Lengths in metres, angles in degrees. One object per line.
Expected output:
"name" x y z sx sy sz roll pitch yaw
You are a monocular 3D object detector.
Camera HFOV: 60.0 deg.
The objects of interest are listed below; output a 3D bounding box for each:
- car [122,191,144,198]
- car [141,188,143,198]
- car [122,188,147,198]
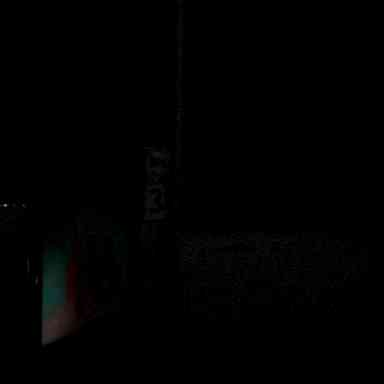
"car" -13.642 0.602 77.148 4.674 1.452 2.002 2 1 -23
"car" -13.441 0.491 74.156 4.553 1.767 2.185 2 1 -23
"car" -13.802 0.259 80.116 5.566 2.045 2.435 2 1 -23
